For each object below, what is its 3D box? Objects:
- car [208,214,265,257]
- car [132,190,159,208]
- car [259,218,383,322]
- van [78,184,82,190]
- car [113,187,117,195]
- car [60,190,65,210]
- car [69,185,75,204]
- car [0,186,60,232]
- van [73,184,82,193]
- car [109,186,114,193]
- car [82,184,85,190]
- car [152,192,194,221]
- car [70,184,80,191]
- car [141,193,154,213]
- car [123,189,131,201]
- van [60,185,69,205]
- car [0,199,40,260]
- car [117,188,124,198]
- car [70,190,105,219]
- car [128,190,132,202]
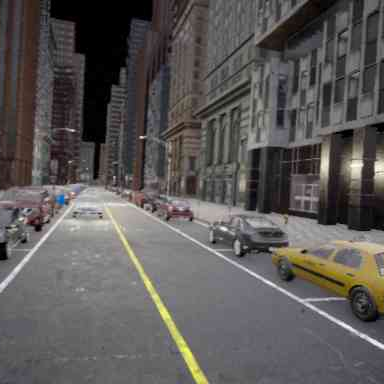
[{"bbox_3d":[1.963,1.521,12.679,2.008,1.369,4.403,3,1,-17],"label":"car"},{"bbox_3d":[-4.486,0.686,34.268,2.192,1.841,5.009,3,1,-17],"label":"car"},{"bbox_3d":[3.530,1.641,7.444,1.752,1.417,4.829,3,1,-17],"label":"car"},{"bbox_3d":[-19.099,-0.321,53.400,1.690,1.788,3.998,3,1,-17],"label":"van"},{"bbox_3d":[-14.190,0.041,66.657,1.947,1.339,4.313,3,1,-17],"label":"car"},{"bbox_3d":[-9.418,0.782,21.013,1.887,1.381,4.507,3,1,-17],"label":"car"},{"bbox_3d":[-12.643,0.377,31.809,1.967,1.590,4.097,3,1,-17],"label":"car"},{"bbox_3d":[-7.790,0.702,15.612,2.192,1.841,5.009,3,1,-17],"label":"car"},{"bbox_3d":[-23.945,-0.765,69.594,1.690,1.788,3.998,3,1,-17],"label":"van"},{"bbox_3d":[-19.037,-0.385,82.851,1.802,1.307,4.206,3,1,-17],"label":"car"},{"bbox_3d":[-22.341,-0.408,64.199,2.008,1.369,4.403,3,1,-17],"label":"car"},{"bbox_3d":[-1.262,1.111,23.473,1.967,1.590,4.097,3,1,-17],"label":"car"},{"bbox_3d":[-15.874,0.078,42.605,1.967,1.590,4.097,3,1,-17],"label":"car"},{"bbox_3d":[-2.884,1.086,28.873,1.947,1.339,4.313,3,1,-17],"label":"car"},{"bbox_3d":[-7.729,0.637,45.067,1.947,1.339,4.313,3,1,-17],"label":"car"},{"bbox_3d":[-11.022,0.428,26.409,1.690,1.788,3.998,3,1,-17],"label":"van"},{"bbox_3d":[-6.188,1.103,10.217,1.947,1.339,4.313,3,1,-17],"label":"car"},{"bbox_3d":[-10.953,0.212,55.860,1.967,1.590,4.097,3,1,-17],"label":"car"},{"bbox_3d":[-6.873,0.894,22.146,1.812,1.442,4.674,3,1,-17],"label":"car"},{"bbox_3d":[-6.113,0.766,39.669,1.887,1.381,4.507,3,1,-17],"label":"car"}]
